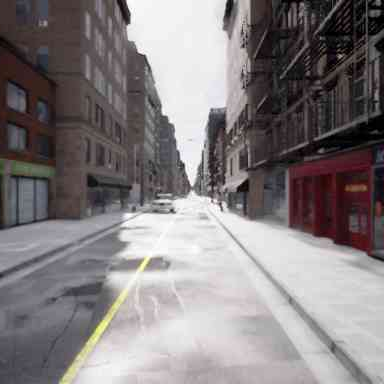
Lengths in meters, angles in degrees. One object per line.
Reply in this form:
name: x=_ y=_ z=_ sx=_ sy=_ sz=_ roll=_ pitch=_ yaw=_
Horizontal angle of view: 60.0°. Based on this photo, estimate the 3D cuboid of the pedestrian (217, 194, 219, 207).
pedestrian: x=3.644 y=1.133 z=46.046 sx=0.375 sy=1.860 sz=0.375 roll=0 pitch=0 yaw=0

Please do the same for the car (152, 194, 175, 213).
car: x=-3.055 y=1.218 z=36.713 sx=2.150 sy=2.045 sz=5.566 roll=0 pitch=0 yaw=0
